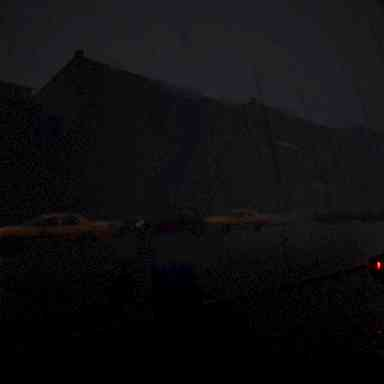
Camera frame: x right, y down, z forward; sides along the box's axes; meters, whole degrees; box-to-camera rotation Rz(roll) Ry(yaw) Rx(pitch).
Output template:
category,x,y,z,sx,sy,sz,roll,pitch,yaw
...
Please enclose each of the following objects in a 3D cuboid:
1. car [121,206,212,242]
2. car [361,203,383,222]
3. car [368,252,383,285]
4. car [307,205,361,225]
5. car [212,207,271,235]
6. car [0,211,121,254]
category,x,y,z,sx,sy,sz,roll,pitch,yaw
car,-1.509,1.546,17.666,4.553,1.767,2.185,1,-1,-38
car,15.955,2.001,31.157,4.674,1.452,2.002,1,-1,-38
car,6.523,1.756,8.520,4.718,1.301,1.895,1,-1,-37
car,11.588,1.890,27.781,4.892,1.521,2.231,1,-1,-38
car,2.693,1.739,20.908,5.366,1.575,1.946,1,-1,-38
car,-6.053,1.594,14.151,5.366,1.575,1.946,1,-1,-38
